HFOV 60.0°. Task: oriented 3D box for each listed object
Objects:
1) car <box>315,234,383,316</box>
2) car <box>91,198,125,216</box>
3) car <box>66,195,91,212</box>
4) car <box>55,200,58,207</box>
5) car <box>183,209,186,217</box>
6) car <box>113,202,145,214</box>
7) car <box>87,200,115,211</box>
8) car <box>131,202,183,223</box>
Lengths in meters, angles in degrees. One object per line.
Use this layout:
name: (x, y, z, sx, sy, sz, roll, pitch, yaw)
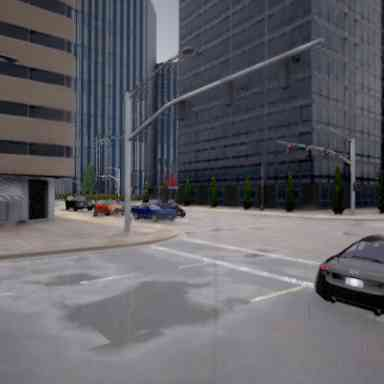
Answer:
car: (4.571, 1.629, 7.242, 4.181, 1.385, 1.994, 0, 0, -36)
car: (-8.680, 1.576, 35.504, 2.097, 1.767, 4.553, 1, 0, -37)
car: (-14.921, 1.465, 43.785, 2.150, 2.045, 5.566, 1, 0, -37)
car: (-24.041, 1.802, 56.022, 1.812, 1.442, 4.674, 1, -1, -37)
car: (-2.359, 1.803, 32.923, 1.994, 1.385, 4.181, 1, 0, -37)
car: (-7.633, 1.856, 39.918, 1.895, 1.301, 4.718, 1, 0, -37)
car: (-12.897, 1.819, 46.908, 2.033, 1.411, 5.357, 1, 0, -37)
car: (-3.227, 1.685, 28.262, 1.882, 1.535, 5.008, 1, 0, -37)
